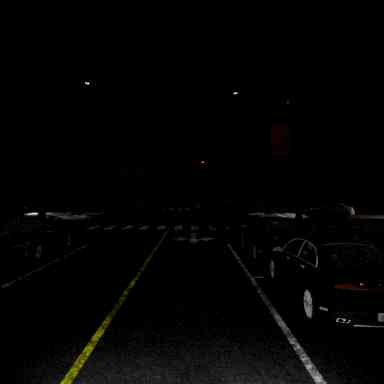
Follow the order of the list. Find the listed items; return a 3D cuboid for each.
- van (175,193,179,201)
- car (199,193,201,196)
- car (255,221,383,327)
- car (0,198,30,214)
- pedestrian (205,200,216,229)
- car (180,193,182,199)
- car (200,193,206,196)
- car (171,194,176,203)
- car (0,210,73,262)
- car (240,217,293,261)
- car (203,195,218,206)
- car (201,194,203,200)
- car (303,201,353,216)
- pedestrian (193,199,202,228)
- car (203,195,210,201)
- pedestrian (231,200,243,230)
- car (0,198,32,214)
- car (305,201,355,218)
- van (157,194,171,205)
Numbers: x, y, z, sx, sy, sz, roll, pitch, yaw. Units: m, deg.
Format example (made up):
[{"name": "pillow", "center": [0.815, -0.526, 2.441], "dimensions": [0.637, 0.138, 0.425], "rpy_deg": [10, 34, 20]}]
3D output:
[{"name": "van", "center": [-4.894, 1.373, 81.778], "dimensions": [1.690, 1.788, 3.998], "rpy_deg": [0, 0, 1]}, {"name": "car", "center": [3.788, 1.479, 92.685], "dimensions": [1.967, 1.590, 4.097], "rpy_deg": [0, 0, 1]}, {"name": "car", "center": [2.799, 1.551, 6.924], "dimensions": [2.008, 1.369, 4.403], "rpy_deg": [0, 0, 0]}, {"name": "car", "center": [-16.618, 1.216, 27.537], "dimensions": [4.902, 1.511, 2.128], "rpy_deg": [1, 0, 1]}, {"name": "pedestrian", "center": [1.056, 1.297, 19.804], "dimensions": [0.375, 1.860, 0.375], "rpy_deg": [0, 0, 0]}, {"name": "car", "center": [-4.736, 1.354, 92.802], "dimensions": [2.192, 1.841, 5.009], "rpy_deg": [0, 0, 1]}, {"name": "car", "center": [3.472, 1.341, 70.635], "dimensions": [2.192, 1.841, 5.009], "rpy_deg": [0, 0, 1]}, {"name": "car", "center": [-5.052, 1.592, 70.754], "dimensions": [1.947, 1.339, 4.313], "rpy_deg": [0, 0, 1]}, {"name": "car", "center": [-5.700, 1.552, 11.964], "dimensions": [2.008, 1.369, 4.403], "rpy_deg": [0, 0, 0]}, {"name": "car", "center": [2.825, 1.552, 11.916], "dimensions": [2.008, 1.369, 4.403], "rpy_deg": [0, 0, 0]}, {"name": "car", "center": [3.235, 1.567, 54.098], "dimensions": [2.008, 1.369, 4.403], "rpy_deg": [0, 0, 1]}, {"name": "car", "center": [3.393, 1.573, 65.123], "dimensions": [2.008, 1.369, 4.403], "rpy_deg": [0, 0, 1]}, {"name": "car", "center": [15.150, 1.822, 37.224], "dimensions": [4.892, 1.490, 1.837], "rpy_deg": [1, 0, 0]}, {"name": "pedestrian", "center": [0.353, 1.297, 20.405], "dimensions": [0.375, 1.860, 0.375], "rpy_deg": [0, 0, 0]}, {"name": "car", "center": [3.711, 1.561, 87.343], "dimensions": [1.752, 1.417, 4.829], "rpy_deg": [0, 0, 1]}, {"name": "pedestrian", "center": [2.581, 1.297, 19.190], "dimensions": [0.375, 1.860, 0.375], "rpy_deg": [0, 0, 0]}, {"name": "car", "center": [-17.378, 1.282, 30.797], "dimensions": [4.181, 1.385, 1.994], "rpy_deg": [1, 0, 0]}, {"name": "car", "center": [14.071, 1.817, 33.964], "dimensions": [4.674, 1.442, 1.812], "rpy_deg": [1, 0, 1]}, {"name": "van", "center": [-5.210, 1.361, 59.730], "dimensions": [1.690, 1.788, 3.998], "rpy_deg": [0, 0, 1]}]
